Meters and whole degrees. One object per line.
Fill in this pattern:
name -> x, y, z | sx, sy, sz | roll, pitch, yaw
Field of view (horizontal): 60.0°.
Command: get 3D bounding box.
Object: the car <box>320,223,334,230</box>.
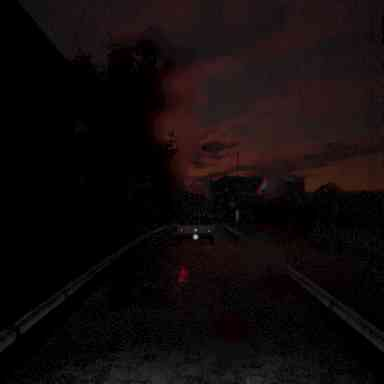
car -> 25.578, 7.002, 67.245 | 2.002, 1.452, 4.674 | 8, -6, -29

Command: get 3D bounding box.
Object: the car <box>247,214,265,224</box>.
car -> 10.804, 5.185, 64.706 | 2.435, 2.045, 5.566 | 8, -6, -30

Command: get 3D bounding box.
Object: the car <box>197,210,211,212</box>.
car -> 0.744, 2.772, 33.701 | 1.812, 1.442, 4.674 | 0, -4, 3

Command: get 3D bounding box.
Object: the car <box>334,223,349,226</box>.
car -> 28.459, 7.270, 67.892 | 1.946, 1.575, 5.366 | 8, -6, -29

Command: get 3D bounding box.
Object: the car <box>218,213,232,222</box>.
car -> 4.834, 4.733, 63.660 | 2.185, 1.767, 4.553 | 5, -6, -31

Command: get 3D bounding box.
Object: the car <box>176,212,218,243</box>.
car -> 0.200, 1.946, 18.041 | 1.895, 1.301, 4.718 | 0, -2, 1

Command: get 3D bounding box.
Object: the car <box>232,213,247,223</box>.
car -> 7.807, 4.999, 64.152 | 2.185, 1.767, 4.553 | 7, -6, -30

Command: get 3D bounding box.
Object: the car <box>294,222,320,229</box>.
car -> 22.608, 6.696, 66.739 | 2.002, 1.452, 4.674 | 8, -6, -29

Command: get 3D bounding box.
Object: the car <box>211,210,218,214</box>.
car -> 1.955, 4.421, 63.079 | 2.435, 2.045, 5.566 | 3, -5, -30

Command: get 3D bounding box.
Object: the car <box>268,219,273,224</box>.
car -> 13.637, 5.745, 65.388 | 1.946, 1.575, 5.366 | 8, -6, -30
